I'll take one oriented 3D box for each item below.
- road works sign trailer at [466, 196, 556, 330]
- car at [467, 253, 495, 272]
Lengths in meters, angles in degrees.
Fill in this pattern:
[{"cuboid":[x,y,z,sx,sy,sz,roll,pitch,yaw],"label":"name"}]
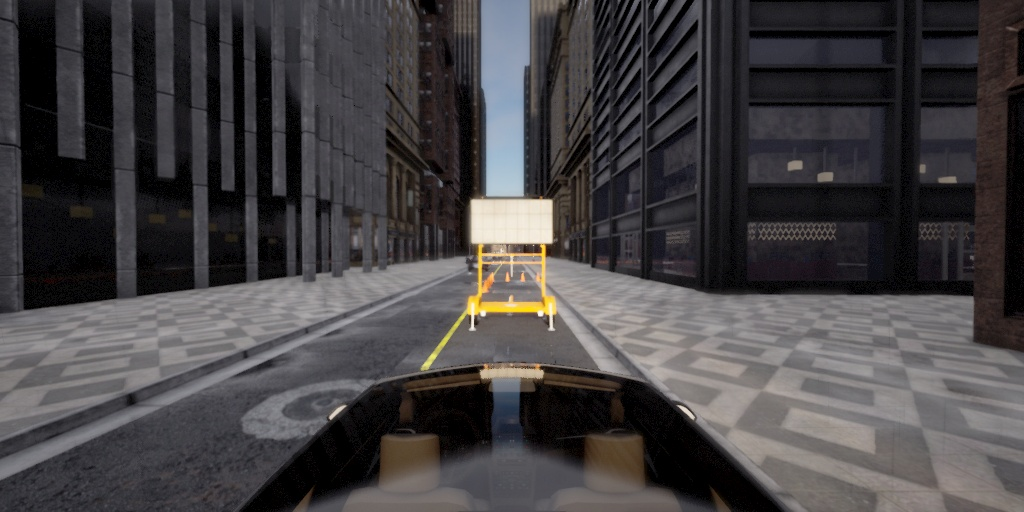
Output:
[{"cuboid":[-0.001,0.073,10.485,2.380,3.560,2.880,0,0,0],"label":"road works sign trailer"},{"cuboid":[-3.110,0.719,34.335,2.128,1.511,4.902,0,1,0],"label":"car"}]
